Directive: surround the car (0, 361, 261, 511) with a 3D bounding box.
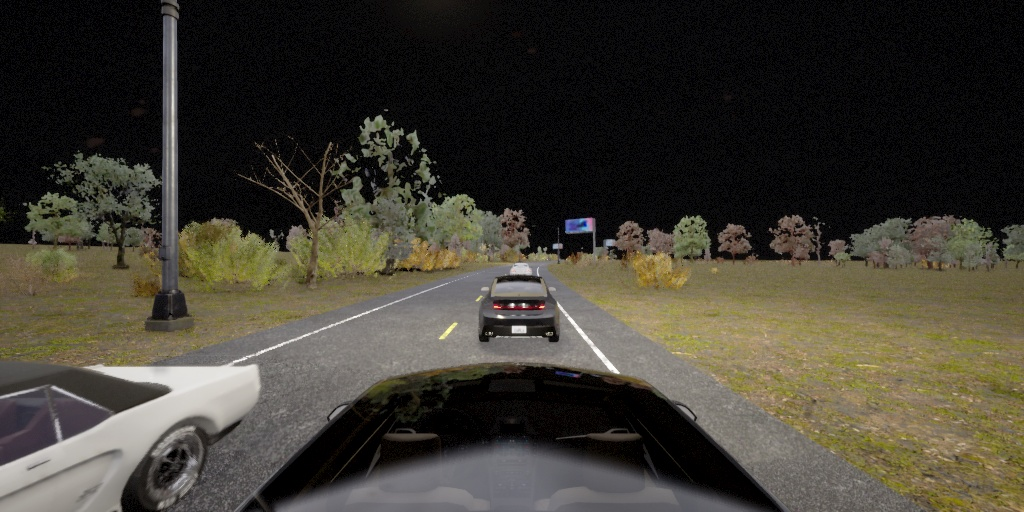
[{"bbox_3d":[-3.586,1.351,1.520,1.895,1.301,4.718,0,0,0],"label":"car"}]

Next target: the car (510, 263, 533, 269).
[{"bbox_3d":[0.776,1.295,30.293,1.812,1.442,4.674,0,0,3],"label":"car"}]

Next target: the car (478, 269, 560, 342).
[{"bbox_3d":[0.182,1.258,9.749,1.837,1.490,4.892,0,0,1],"label":"car"}]
